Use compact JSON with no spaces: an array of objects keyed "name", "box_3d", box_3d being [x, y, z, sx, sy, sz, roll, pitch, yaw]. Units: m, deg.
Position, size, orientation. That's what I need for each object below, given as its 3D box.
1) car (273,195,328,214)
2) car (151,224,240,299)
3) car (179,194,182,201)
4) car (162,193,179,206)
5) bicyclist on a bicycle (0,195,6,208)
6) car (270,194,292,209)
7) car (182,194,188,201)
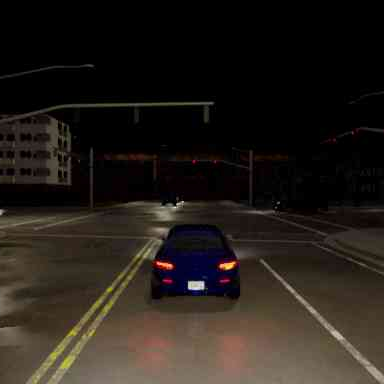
[{"name":"car","box_3d":[11.340,1.397,34.200,5.008,1.535,1.882,0,0,1]},{"name":"car","box_3d":[0.077,1.523,8.312,1.812,1.442,4.674,0,0,0]},{"name":"car","box_3d":[-3.591,1.500,67.648,1.812,1.442,4.674,0,0,0]},{"name":"car","box_3d":[-3.636,1.201,53.985,2.150,2.045,5.566,0,0,-1]},{"name":"bicyclist on a bicycle","box_3d":[-25.479,1.283,44.831,0.582,1.620,1.656,0,0,0]},{"name":"car","box_3d":[11.463,1.270,37.723,4.553,1.767,2.097,0,0,2]},{"name":"car","box_3d":[-2.476,1.325,79.221,2.097,1.767,4.553,0,0,15]}]
